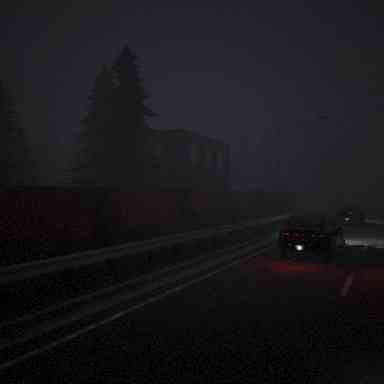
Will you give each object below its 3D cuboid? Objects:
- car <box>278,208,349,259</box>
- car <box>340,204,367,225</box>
[{"bbox_3d":[4.902,1.630,13.353,1.837,1.490,4.892,-1,0,31],"label":"car"},{"bbox_3d":[12.543,1.730,26.228,1.837,1.490,4.892,-1,-1,31],"label":"car"}]
